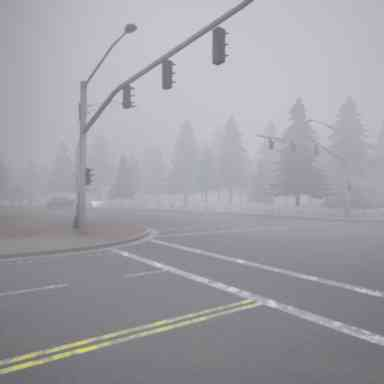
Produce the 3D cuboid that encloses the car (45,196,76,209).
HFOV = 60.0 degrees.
[{"bbox_3d":[-18.116,1.398,46.641,4.553,1.767,2.097,-4,3,-41],"label":"car"}]
